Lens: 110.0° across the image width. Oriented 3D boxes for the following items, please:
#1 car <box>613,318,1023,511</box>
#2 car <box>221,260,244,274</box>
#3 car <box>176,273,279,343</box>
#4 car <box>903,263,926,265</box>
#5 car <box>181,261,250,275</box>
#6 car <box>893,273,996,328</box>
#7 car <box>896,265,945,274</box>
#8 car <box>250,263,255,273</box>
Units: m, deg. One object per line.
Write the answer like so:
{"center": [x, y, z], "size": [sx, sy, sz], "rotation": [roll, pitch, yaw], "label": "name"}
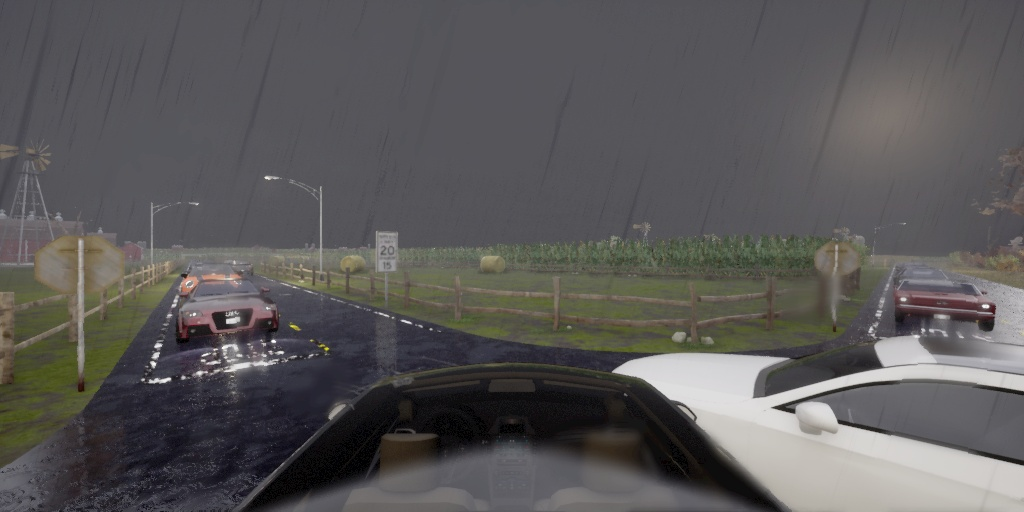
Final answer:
{"center": [2.840, 1.294, 2.360], "size": [1.812, 1.442, 4.674], "rotation": [0, 1, -44], "label": "car"}
{"center": [-33.664, 1.296, 43.151], "size": [1.837, 1.490, 4.892], "rotation": [0, 0, -41], "label": "car"}
{"center": [-7.932, 1.353, 9.957], "size": [1.994, 1.385, 4.181], "rotation": [0, 0, -42], "label": "car"}
{"center": [27.371, 1.394, 24.218], "size": [4.181, 1.385, 1.994], "rotation": [0, 1, -43], "label": "car"}
{"center": [-13.702, 1.137, 16.446], "size": [2.097, 1.767, 4.553], "rotation": [0, 0, -42], "label": "car"}
{"center": [13.528, 1.395, 11.413], "size": [4.718, 1.301, 1.895], "rotation": [0, 1, -43], "label": "car"}
{"center": [20.611, 1.358, 17.970], "size": [5.357, 1.411, 2.033], "rotation": [0, 1, -43], "label": "car"}
{"center": [-26.950, 1.276, 35.687], "size": [2.128, 1.511, 4.902], "rotation": [0, 0, -41], "label": "car"}
